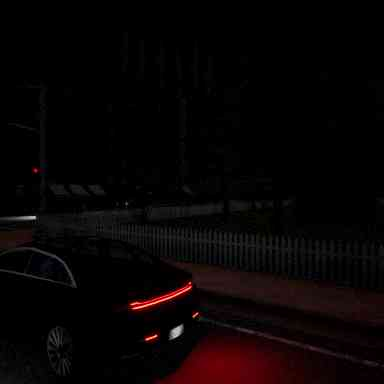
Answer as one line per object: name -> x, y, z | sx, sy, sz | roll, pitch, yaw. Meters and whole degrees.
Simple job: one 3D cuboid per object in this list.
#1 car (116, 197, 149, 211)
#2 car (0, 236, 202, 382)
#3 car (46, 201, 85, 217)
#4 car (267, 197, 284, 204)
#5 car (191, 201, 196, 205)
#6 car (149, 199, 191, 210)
car -> -6.991, 1.352, 39.911 | 2.097, 1.767, 4.553 | 0, 0, 34
car -> -2.153, 1.491, 5.477 | 4.902, 1.511, 2.128 | 0, 0, 36
car -> -12.409, 1.564, 31.888 | 1.994, 1.385, 4.181 | 0, 0, 34
car -> 15.180, 1.547, 59.910 | 2.033, 1.411, 5.357 | 0, 0, 34
car -> -1.432, 1.601, 48.131 | 1.895, 1.301, 4.718 | 0, 0, 34
car -> -2.536, 1.601, 39.899 | 1.895, 1.301, 4.718 | 0, 0, 34
